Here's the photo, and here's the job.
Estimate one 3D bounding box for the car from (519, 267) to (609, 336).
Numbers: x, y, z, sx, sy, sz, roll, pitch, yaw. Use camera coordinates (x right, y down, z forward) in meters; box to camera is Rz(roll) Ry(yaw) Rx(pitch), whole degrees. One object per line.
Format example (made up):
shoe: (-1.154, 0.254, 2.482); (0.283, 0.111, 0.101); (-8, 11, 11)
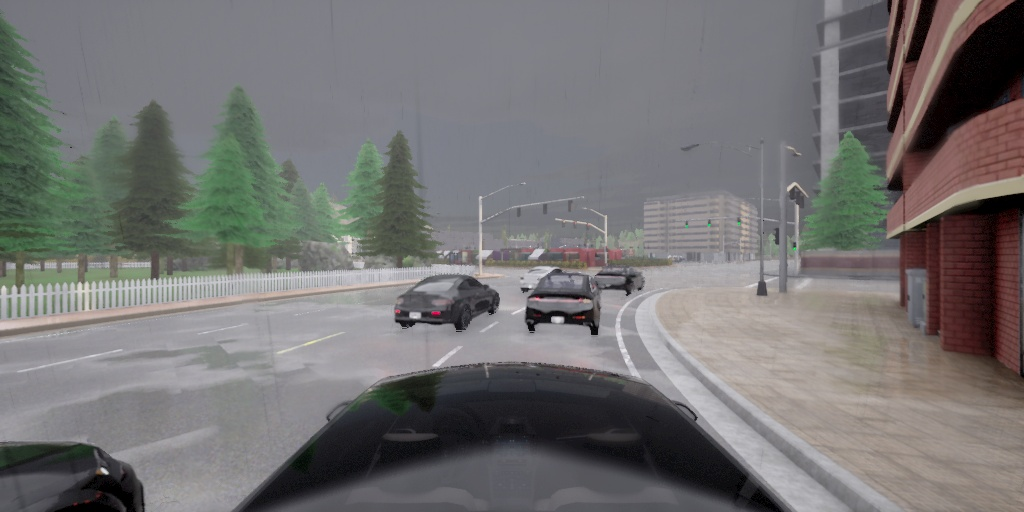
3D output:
car: (1.674, 1.248, 10.577); (2.128, 1.511, 4.902); (0, 0, 15)

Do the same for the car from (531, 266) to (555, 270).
car: (2.041, 1.287, 20.169); (1.812, 1.442, 4.674); (0, 0, 29)

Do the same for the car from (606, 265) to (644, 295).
car: (6.028, 1.255, 19.904); (2.128, 1.511, 4.902); (0, 0, 31)

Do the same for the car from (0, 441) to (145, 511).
car: (-3.170, 1.313, 0.402); (1.994, 1.385, 4.181); (0, 0, -2)

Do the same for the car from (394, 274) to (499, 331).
car: (-1.804, 1.281, 11.008); (1.812, 1.442, 4.674); (0, 0, 14)
